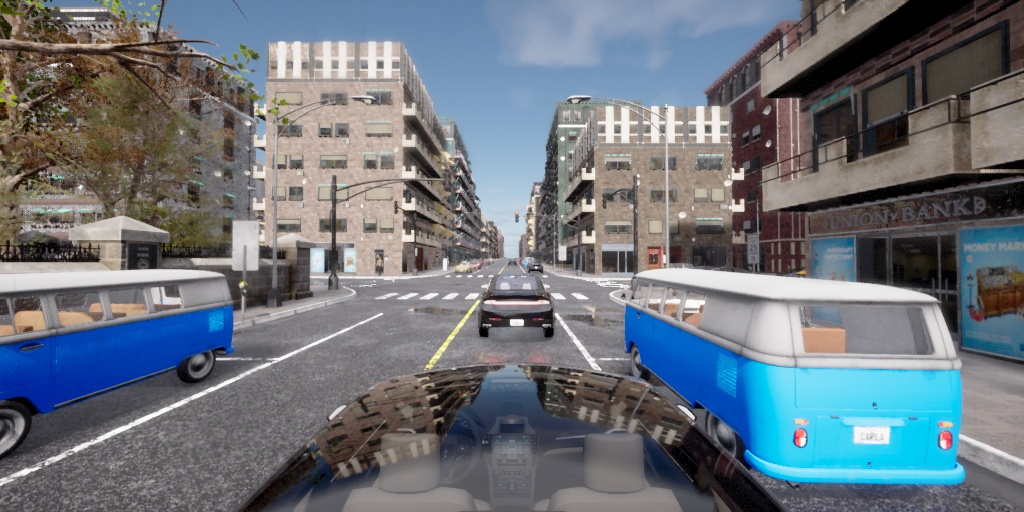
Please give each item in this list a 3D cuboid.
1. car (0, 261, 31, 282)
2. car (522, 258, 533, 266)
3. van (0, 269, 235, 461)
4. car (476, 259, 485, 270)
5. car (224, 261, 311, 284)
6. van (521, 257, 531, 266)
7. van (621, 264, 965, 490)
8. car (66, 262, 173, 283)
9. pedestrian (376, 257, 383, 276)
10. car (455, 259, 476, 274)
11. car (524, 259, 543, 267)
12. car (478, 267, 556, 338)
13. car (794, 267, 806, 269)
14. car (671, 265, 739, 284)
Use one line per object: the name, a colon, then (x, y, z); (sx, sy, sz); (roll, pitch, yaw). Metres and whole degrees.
car: (-38.275, 1.077, 25.512); (5.357, 1.411, 2.033); (0, -1, 1)
car: (2.742, 1.317, 48.098); (2.007, 1.370, 4.403); (0, 0, 0)
van: (-5.653, 1.092, 4.520); (1.690, 1.789, 3.998); (0, 0, 0)
car: (-5.632, 1.209, 53.750); (1.967, 1.591, 4.097); (0, 0, 0)
car: (-17.109, 1.148, 25.205); (4.892, 1.490, 1.837); (0, -1, 2)
van: (2.755, 1.112, 59.383); (1.690, 1.789, 3.998); (0, 0, 0)
van: (2.662, 1.091, 4.509); (1.690, 1.789, 3.998); (0, 0, 0)
car: (-27.609, 1.134, 25.369); (5.357, 1.411, 2.033); (0, -1, 1)
pedestrian: (-12.503, 0.967, 33.914); (0.375, 1.860, 0.375); (0, -1, 1)
car: (-5.644, 1.289, 42.294); (1.751, 1.417, 4.829); (0, 0, 0)
car: (2.736, 1.330, 42.456); (1.948, 1.339, 4.313); (0, 0, 0)
car: (0.109, 1.244, 10.242); (2.128, 1.511, 4.902); (0, 0, 0)
car: (25.040, 1.413, 27.886); (5.008, 1.535, 1.882); (0, -1, 1)
car: (14.983, 1.443, 28.018); (4.181, 1.385, 1.994); (0, -1, 1)
